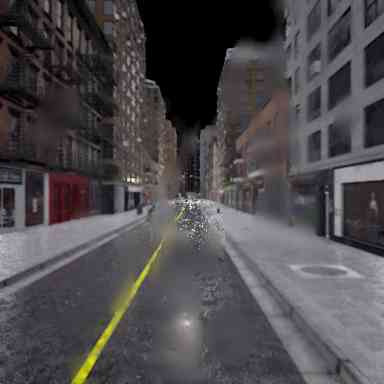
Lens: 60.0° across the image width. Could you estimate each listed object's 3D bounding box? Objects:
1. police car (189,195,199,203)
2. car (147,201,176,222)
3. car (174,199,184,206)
[{"bbox_3d":[0.842,2.250,90.804,1.930,1.638,5.238,0,0,0],"label":"police car"},{"bbox_3d":[-2.843,1.779,29.348,2.128,1.511,4.902,0,-1,0],"label":"car"},{"bbox_3d":[-2.736,2.183,70.226,1.994,1.385,4.181,0,0,0],"label":"car"}]
